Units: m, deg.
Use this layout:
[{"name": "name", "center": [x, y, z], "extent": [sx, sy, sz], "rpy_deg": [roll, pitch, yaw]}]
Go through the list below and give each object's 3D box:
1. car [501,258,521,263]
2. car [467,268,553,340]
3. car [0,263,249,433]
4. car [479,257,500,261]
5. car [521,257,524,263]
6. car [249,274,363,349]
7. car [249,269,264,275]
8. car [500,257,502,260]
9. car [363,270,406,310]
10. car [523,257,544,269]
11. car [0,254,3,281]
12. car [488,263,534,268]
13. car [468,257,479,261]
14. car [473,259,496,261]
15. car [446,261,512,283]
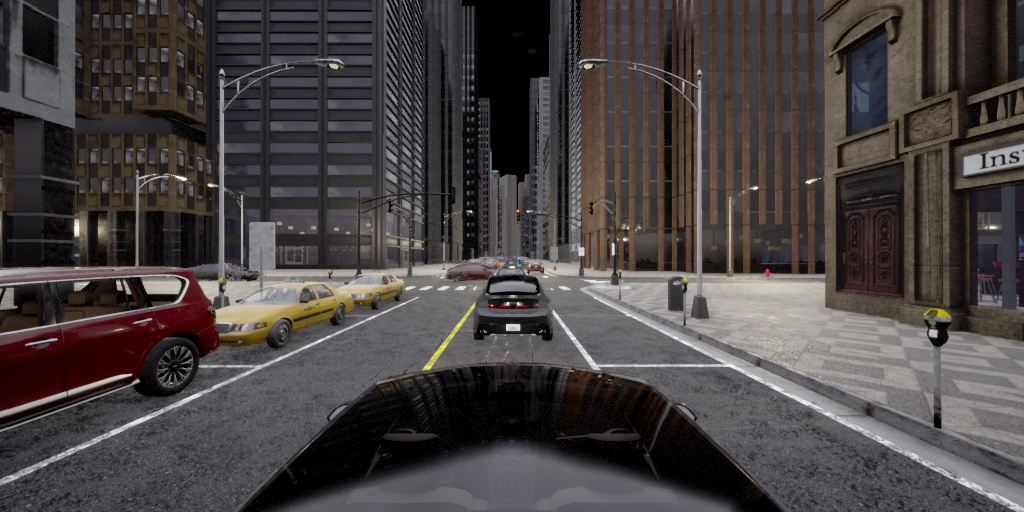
[{"name": "car", "center": [-0.114, 1.283, 47.306], "extent": [1.812, 1.442, 4.674], "rpy_deg": [0, 0, 1]}, {"name": "car", "center": [0.036, 1.255, 9.924], "extent": [1.837, 1.490, 4.892], "rpy_deg": [0, 0, 0]}, {"name": "car", "center": [-5.767, 1.065, 3.797], "extent": [2.192, 1.841, 5.009], "rpy_deg": [0, 0, 0]}, {"name": "car", "center": [-3.213, 1.111, 52.024], "extent": [2.097, 1.767, 4.553], "rpy_deg": [0, 0, 0]}, {"name": "car", "center": [2.620, 1.312, 58.643], "extent": [2.007, 1.370, 4.403], "rpy_deg": [0, 0, 0]}, {"name": "car", "center": [-5.780, 1.276, 9.229], "extent": [1.751, 1.417, 4.829], "rpy_deg": [0, 0, 0]}, {"name": "car", "center": [-21.467, 1.233, 26.612], "extent": [5.357, 1.411, 2.033], "rpy_deg": [0, 0, 0]}, {"name": "car", "center": [-3.222, 1.116, 61.974], "extent": [2.097, 1.767, 4.553], "rpy_deg": [0, 0, 0]}, {"name": "car", "center": [-5.795, 1.276, 14.830], "extent": [1.751, 1.417, 4.829], "rpy_deg": [0, 0, 0]}, {"name": "car", "center": [2.662, 1.196, 41.816], "extent": [1.967, 1.591, 4.097], "rpy_deg": [0, 0, 0]}, {"name": "car", "center": [-41.873, 0.845, 26.454], "extent": [5.566, 2.045, 2.150], "rpy_deg": [0, 0, 0]}, {"name": "car", "center": [-0.046, 1.298, 20.253], "extent": [2.033, 1.411, 5.357], "rpy_deg": [0, 0, 0]}, {"name": "car", "center": [-5.891, 1.199, 52.994], "extent": [1.967, 1.591, 4.097], "rpy_deg": [0, 0, 0]}, {"name": "car", "center": [-3.192, 1.357, 42.330], "extent": [1.895, 1.301, 4.718], "rpy_deg": [0, 0, 0]}, {"name": "car", "center": [-2.560, 1.271, 26.774], "extent": [4.674, 1.442, 1.812], "rpy_deg": [0, 0, -1]}]
